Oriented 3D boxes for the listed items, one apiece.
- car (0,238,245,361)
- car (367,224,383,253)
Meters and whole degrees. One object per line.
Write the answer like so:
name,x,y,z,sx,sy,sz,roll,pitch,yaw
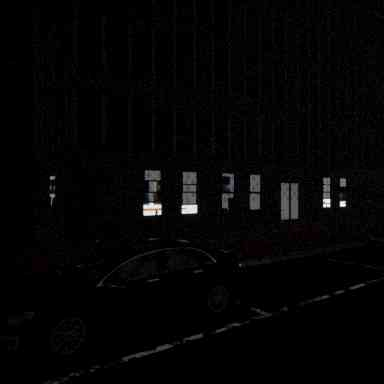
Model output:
car,-1.019,1.551,5.835,4.403,1.369,2.008,0,0,-36
car,8.246,1.581,12.451,4.206,1.307,1.802,0,0,-36
